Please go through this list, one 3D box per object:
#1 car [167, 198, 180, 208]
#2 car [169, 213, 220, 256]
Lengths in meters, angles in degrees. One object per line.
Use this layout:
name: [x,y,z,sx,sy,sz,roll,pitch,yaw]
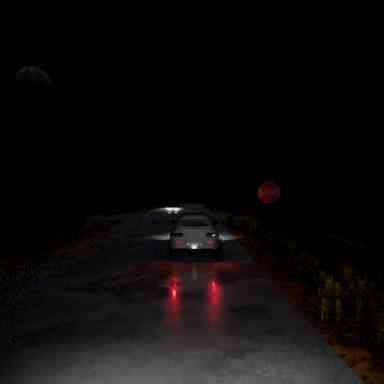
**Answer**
car: [-2.998,1.771,53.968,2.128,1.511,4.902,0,-1,1]
car: [0.101,1.570,13.289,1.812,1.442,4.674,0,0,1]
